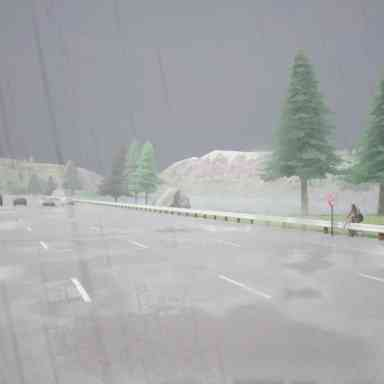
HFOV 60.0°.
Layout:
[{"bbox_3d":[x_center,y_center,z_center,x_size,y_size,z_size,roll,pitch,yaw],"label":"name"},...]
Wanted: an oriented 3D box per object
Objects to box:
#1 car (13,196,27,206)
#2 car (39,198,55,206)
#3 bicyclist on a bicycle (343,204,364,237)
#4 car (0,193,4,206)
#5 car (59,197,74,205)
[{"bbox_3d":[-29.313,1.490,56.579,2.128,1.511,4.902,0,0,-31],"label":"car"},{"bbox_3d":[-23.221,1.600,53.165,1.895,1.301,4.718,0,0,-31],"label":"car"},{"bbox_3d":[8.111,1.431,16.595,1.656,1.620,0.582,6,-3,-30],"label":"bicyclist on a bicycle"},{"bbox_3d":[-31.962,1.222,54.186,2.150,2.045,5.566,0,0,-31],"label":"car"},{"bbox_3d":[-21.623,1.527,57.329,1.812,1.442,4.674,0,-1,-30],"label":"car"}]
